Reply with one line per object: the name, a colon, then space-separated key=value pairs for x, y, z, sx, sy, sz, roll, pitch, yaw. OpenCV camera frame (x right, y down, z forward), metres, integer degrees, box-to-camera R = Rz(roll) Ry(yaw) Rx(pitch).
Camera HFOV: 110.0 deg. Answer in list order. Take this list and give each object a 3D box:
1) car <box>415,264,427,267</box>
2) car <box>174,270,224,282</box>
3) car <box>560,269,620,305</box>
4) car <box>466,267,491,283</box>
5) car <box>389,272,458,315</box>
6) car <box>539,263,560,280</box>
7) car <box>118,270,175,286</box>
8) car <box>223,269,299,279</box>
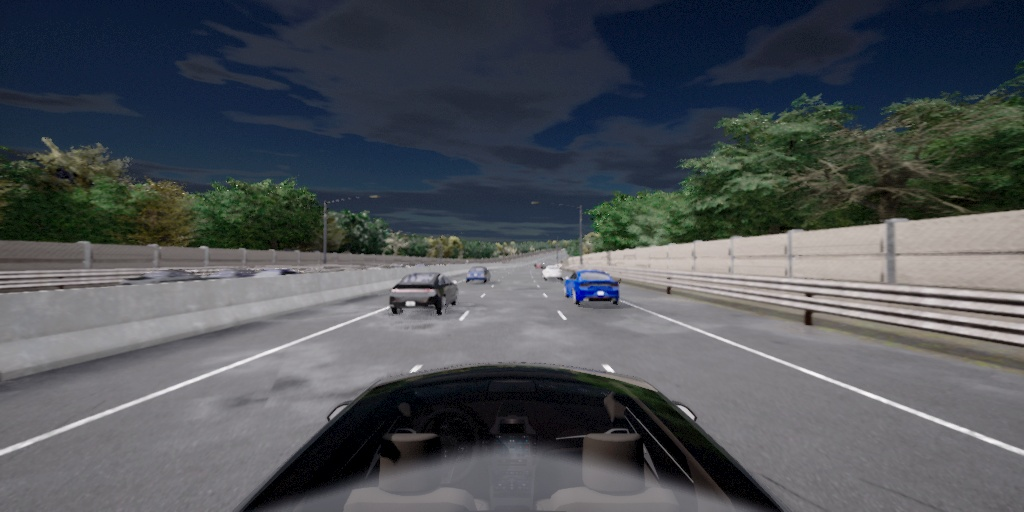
car: x=-15.989 y=2.128 z=63.157 sx=2.033 sy=1.411 sz=5.357 roll=0 pitch=-1 yaw=3
car: x=-17.431 y=1.546 z=22.447 sx=2.033 sy=1.411 sz=5.357 roll=0 pitch=-1 yaw=1
car: x=3.700 y=1.422 z=17.317 sx=1.882 sy=1.535 sz=5.008 roll=0 pitch=-1 yaw=1
car: x=-3.011 y=1.686 z=32.835 sx=2.033 sy=1.411 sz=5.357 roll=0 pitch=-1 yaw=1
car: x=-3.335 y=1.397 z=14.298 sx=2.128 sy=1.511 sz=4.902 roll=0 pitch=-1 yaw=1
car: x=4.108 y=1.726 z=36.913 sx=1.812 sy=1.442 sz=4.674 roll=0 pitch=-1 yaw=2
car: x=-20.937 y=1.552 z=21.661 sx=1.994 sy=1.385 sz=4.181 roll=0 pitch=-1 yaw=1
car: x=-13.948 y=1.508 z=20.958 sx=1.812 sy=1.442 sz=4.674 roll=0 pitch=-1 yaw=1
